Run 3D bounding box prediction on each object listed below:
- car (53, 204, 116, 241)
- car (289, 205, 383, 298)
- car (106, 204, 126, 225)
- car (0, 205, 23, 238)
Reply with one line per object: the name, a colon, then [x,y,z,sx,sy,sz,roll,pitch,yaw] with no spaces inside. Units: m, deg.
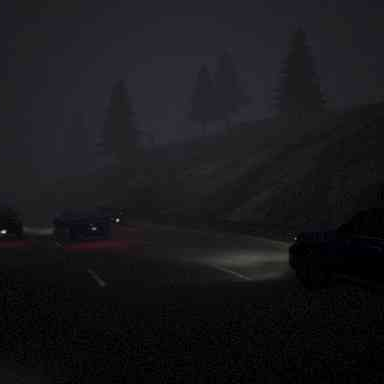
car: [-6.008,1.593,17.706,1.882,1.535,5.008,0,0,-34]
car: [4.321,1.207,6.359,2.150,2.045,5.566,0,0,-23]
car: [-6.513,1.648,24.188,1.837,1.490,4.892,0,0,-39]
car: [-10.406,1.660,17.855,1.837,1.490,4.892,0,0,-36]
